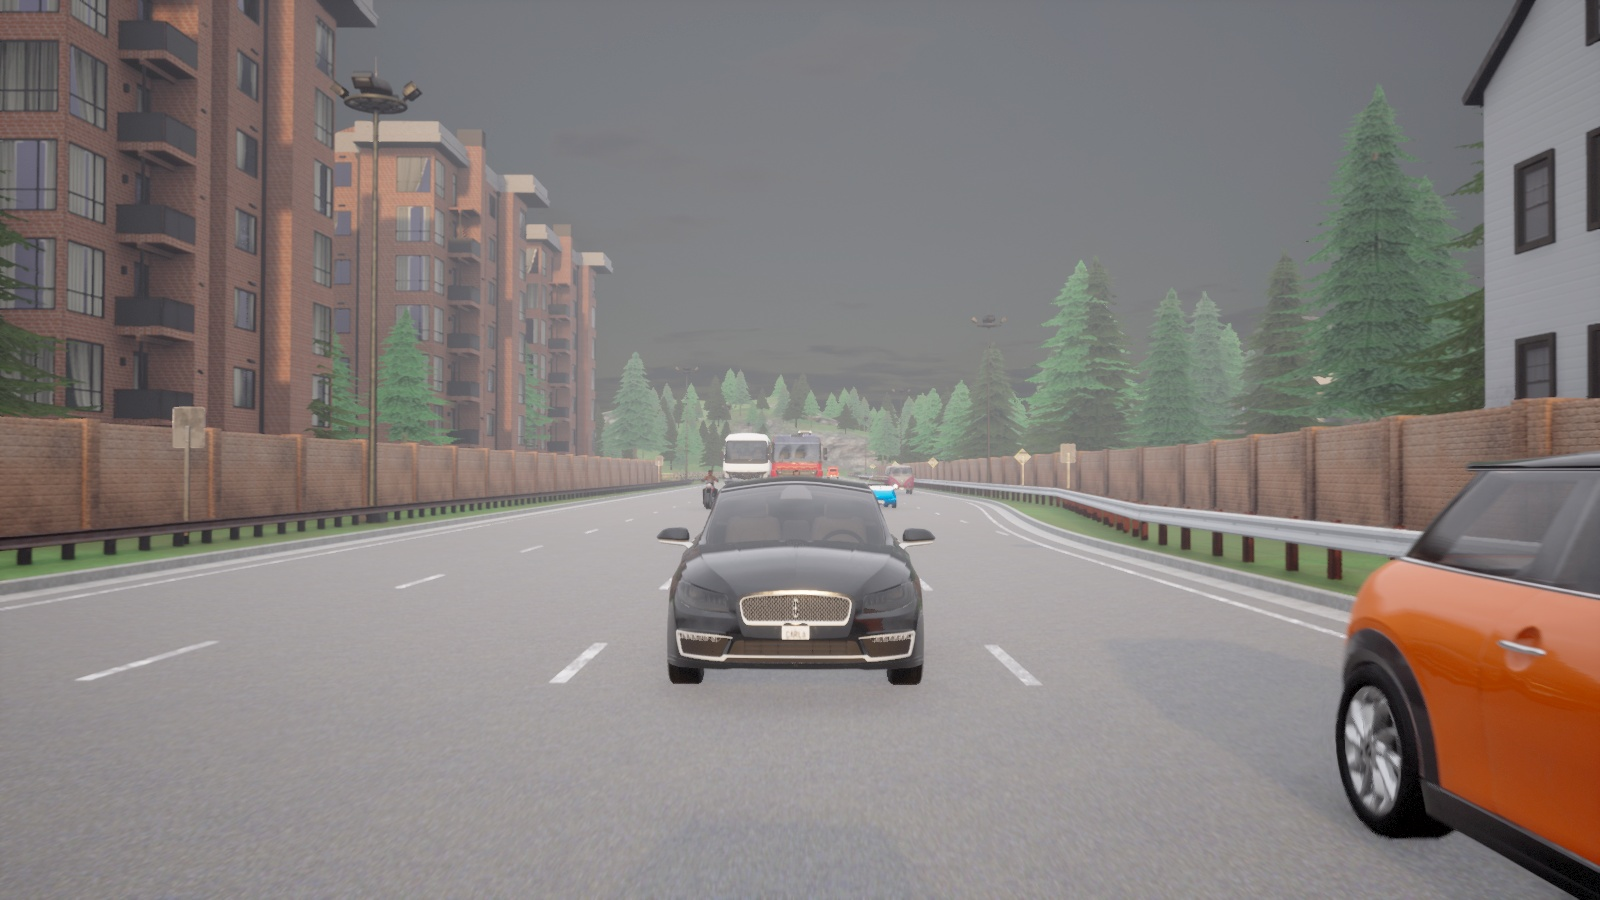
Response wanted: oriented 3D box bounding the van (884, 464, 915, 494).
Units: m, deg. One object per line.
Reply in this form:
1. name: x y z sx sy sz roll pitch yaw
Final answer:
1. van: 6.792 1.977 85.864 1.775 1.987 4.442 0 -1 0

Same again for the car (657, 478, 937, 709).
1. car: -0.026 1.000 10.716 1.837 1.490 4.892 0 -1 0

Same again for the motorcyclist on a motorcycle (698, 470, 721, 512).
1. motorcyclist on a motorcycle: -3.622 1.624 50.465 0.766 1.649 2.350 0 -1 0

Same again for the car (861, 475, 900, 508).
1. car: 3.372 1.744 53.058 1.481 1.376 2.207 0 -1 0

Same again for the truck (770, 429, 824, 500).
1. truck: -0.177 0.851 71.733 2.891 3.827 8.468 0 -1 0

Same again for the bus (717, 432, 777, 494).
1. bus: -3.729 0.981 91.299 3.944 4.253 10.273 0 -1 0

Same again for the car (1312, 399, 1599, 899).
1. car: 3.490 0.721 3.680 2.097 1.767 4.553 0 -1 0
